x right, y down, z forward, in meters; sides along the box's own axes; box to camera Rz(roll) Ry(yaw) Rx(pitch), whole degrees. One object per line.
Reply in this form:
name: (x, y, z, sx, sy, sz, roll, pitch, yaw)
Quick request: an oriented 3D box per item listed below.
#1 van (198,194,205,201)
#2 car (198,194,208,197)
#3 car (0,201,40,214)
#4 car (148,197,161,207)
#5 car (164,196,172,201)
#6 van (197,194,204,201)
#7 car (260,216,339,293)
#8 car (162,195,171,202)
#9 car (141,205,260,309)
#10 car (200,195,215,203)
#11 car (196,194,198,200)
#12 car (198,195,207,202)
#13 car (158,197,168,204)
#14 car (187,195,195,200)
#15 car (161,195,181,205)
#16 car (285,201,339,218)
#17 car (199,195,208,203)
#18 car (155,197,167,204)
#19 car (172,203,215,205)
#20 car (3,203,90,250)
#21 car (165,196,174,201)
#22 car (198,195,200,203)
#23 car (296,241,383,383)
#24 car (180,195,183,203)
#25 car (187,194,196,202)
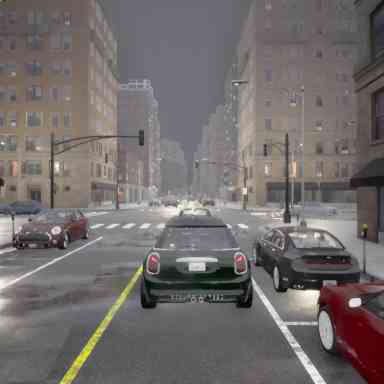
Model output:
van: (2.424, 1.480, 85.632, 1.690, 1.788, 3.998, 0, 0, 0)
car: (2.580, 1.594, 63.773, 1.752, 1.417, 4.829, 0, 0, 0)
car: (-14.782, 1.485, 30.215, 5.357, 1.411, 2.033, 0, 0, 0)
car: (-5.865, 1.595, 52.531, 2.008, 1.369, 4.403, 0, 0, 0)
car: (-6.102, 1.720, 85.579, 1.802, 1.307, 4.206, 0, 0, 0)
van: (2.384, 1.503, 91.138, 1.690, 1.788, 3.998, 0, 0, 0)
car: (2.694, 1.553, 8.662, 2.008, 1.369, 4.403, 0, 0, 0)
car: (-6.062, 1.558, 80.071, 1.967, 1.590, 4.097, 0, 0, 0)
car: (0.066, 1.354, 8.059, 2.097, 1.767, 4.553, 0, 0, -1)
car: (2.660, 1.590, 52.589, 1.887, 1.381, 4.507, 0, 0, 0)
car: (2.542, 1.398, 69.110, 2.192, 1.841, 5.009, 0, 0, 0)
car: (2.463, 1.559, 80.123, 1.967, 1.590, 4.097, 0, 0, 0)
car: (-5.984, 1.664, 69.055, 1.802, 1.307, 4.206, 0, 0, 0)
car: (-0.280, 1.542, 90.067, 1.994, 1.385, 4.181, 0, 0, 0)
car: (-3.085, 1.588, 50.206, 2.033, 1.411, 5.357, 0, 0, -1)
car: (10.921, 1.576, 30.300, 4.674, 1.442, 1.812, 0, 0, 0)
car: (2.502, 1.540, 74.618, 1.967, 1.590, 4.097, 0, 0, 0)
car: (-5.944, 1.612, 63.547, 1.887, 1.381, 4.507, 0, 0, 0)
car: (0.133, 1.497, 15.361, 2.128, 1.511, 4.902, 0, 0, 0)
car: (-5.818, 1.445, 14.169, 1.967, 1.590, 4.097, 0, 0, 0)
car: (-6.142, 1.727, 91.087, 1.947, 1.339, 4.313, 0, 0, 0)
car: (2.621, 1.622, 58.095, 1.947, 1.339, 4.313, 0, 0, 0)
car: (2.682, 1.545, 3.171, 1.887, 1.381, 4.507, 0, 0, 0)
car: (-3.139, 1.661, 60.023, 1.895, 1.301, 4.718, 0, 0, 0)
car: (-0.208, 1.706, 80.091, 1.895, 1.301, 4.718, 0, 0, 0)
